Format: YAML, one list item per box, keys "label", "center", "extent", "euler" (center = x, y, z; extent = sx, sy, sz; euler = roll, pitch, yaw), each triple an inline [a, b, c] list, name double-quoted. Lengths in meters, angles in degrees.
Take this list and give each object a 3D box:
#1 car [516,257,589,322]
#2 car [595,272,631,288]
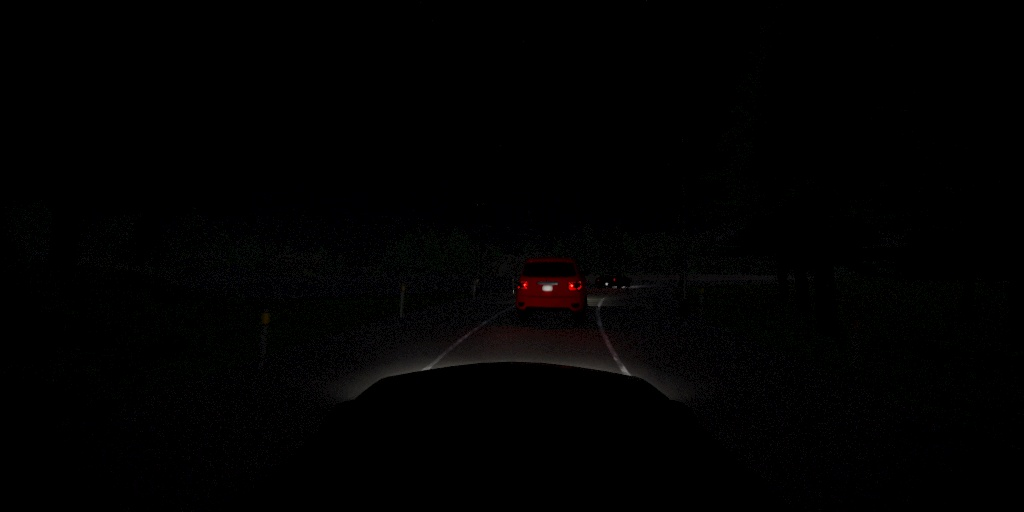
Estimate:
- label: "car"
  center: [1.600, 1.079, 13.100]
  extent: [2.150, 2.045, 5.566]
  euler: [0, -1, 12]
- label: "car"
  center: [8.673, 2.076, 30.358]
  extent: [1.895, 1.301, 4.718]
  euler: [-4, -6, 31]
